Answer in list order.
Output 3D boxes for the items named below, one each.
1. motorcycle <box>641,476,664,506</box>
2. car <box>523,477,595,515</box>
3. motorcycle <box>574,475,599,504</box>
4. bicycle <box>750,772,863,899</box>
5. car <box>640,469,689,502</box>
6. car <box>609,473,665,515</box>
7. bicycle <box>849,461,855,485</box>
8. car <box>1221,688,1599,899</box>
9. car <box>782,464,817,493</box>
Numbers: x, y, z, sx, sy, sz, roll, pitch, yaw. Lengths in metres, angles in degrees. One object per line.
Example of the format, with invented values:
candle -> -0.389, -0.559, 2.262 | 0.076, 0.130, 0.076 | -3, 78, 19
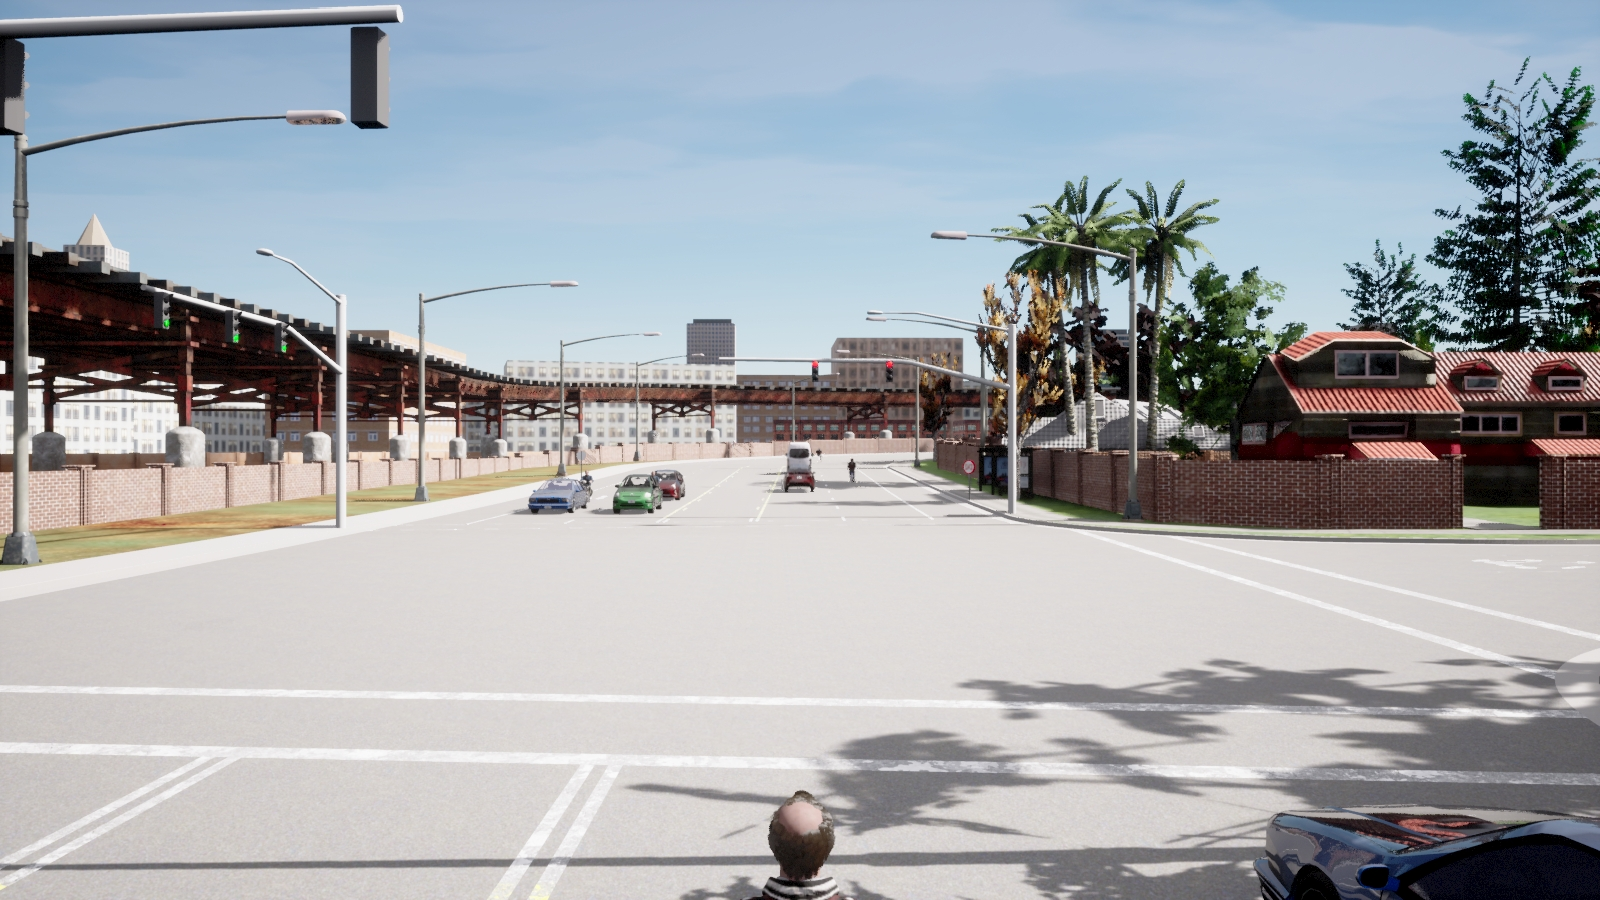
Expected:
motorcycle -> -7.053, 1.947, 54.746 | 0.856, 1.341, 1.805 | 0, 1, 0
car -> -10.533, 1.979, 50.381 | 2.033, 1.411, 5.357 | 0, 1, 0
motorcycle -> -10.476, 1.934, 56.002 | 0.856, 1.341, 1.805 | 0, 1, 1
bicycle -> 0.019, 2.048, 3.681 | 0.329, 1.496, 1.835 | 0, 0, 0
car -> -7.040, 1.800, 59.633 | 2.007, 1.525, 4.514 | 0, 1, 0
car -> -7.031, 1.877, 49.699 | 1.851, 1.617, 3.988 | 0, 1, 0
bicycle -> 3.466, 1.530, 76.157 | 0.329, 1.496, 1.835 | 0, 1, 0
car -> 3.467, 2.106, 4.038 | 2.033, 1.411, 5.357 | 0, 0, 1
car -> -0.042, 1.665, 68.547 | 2.007, 1.525, 4.514 | 0, 1, 0
